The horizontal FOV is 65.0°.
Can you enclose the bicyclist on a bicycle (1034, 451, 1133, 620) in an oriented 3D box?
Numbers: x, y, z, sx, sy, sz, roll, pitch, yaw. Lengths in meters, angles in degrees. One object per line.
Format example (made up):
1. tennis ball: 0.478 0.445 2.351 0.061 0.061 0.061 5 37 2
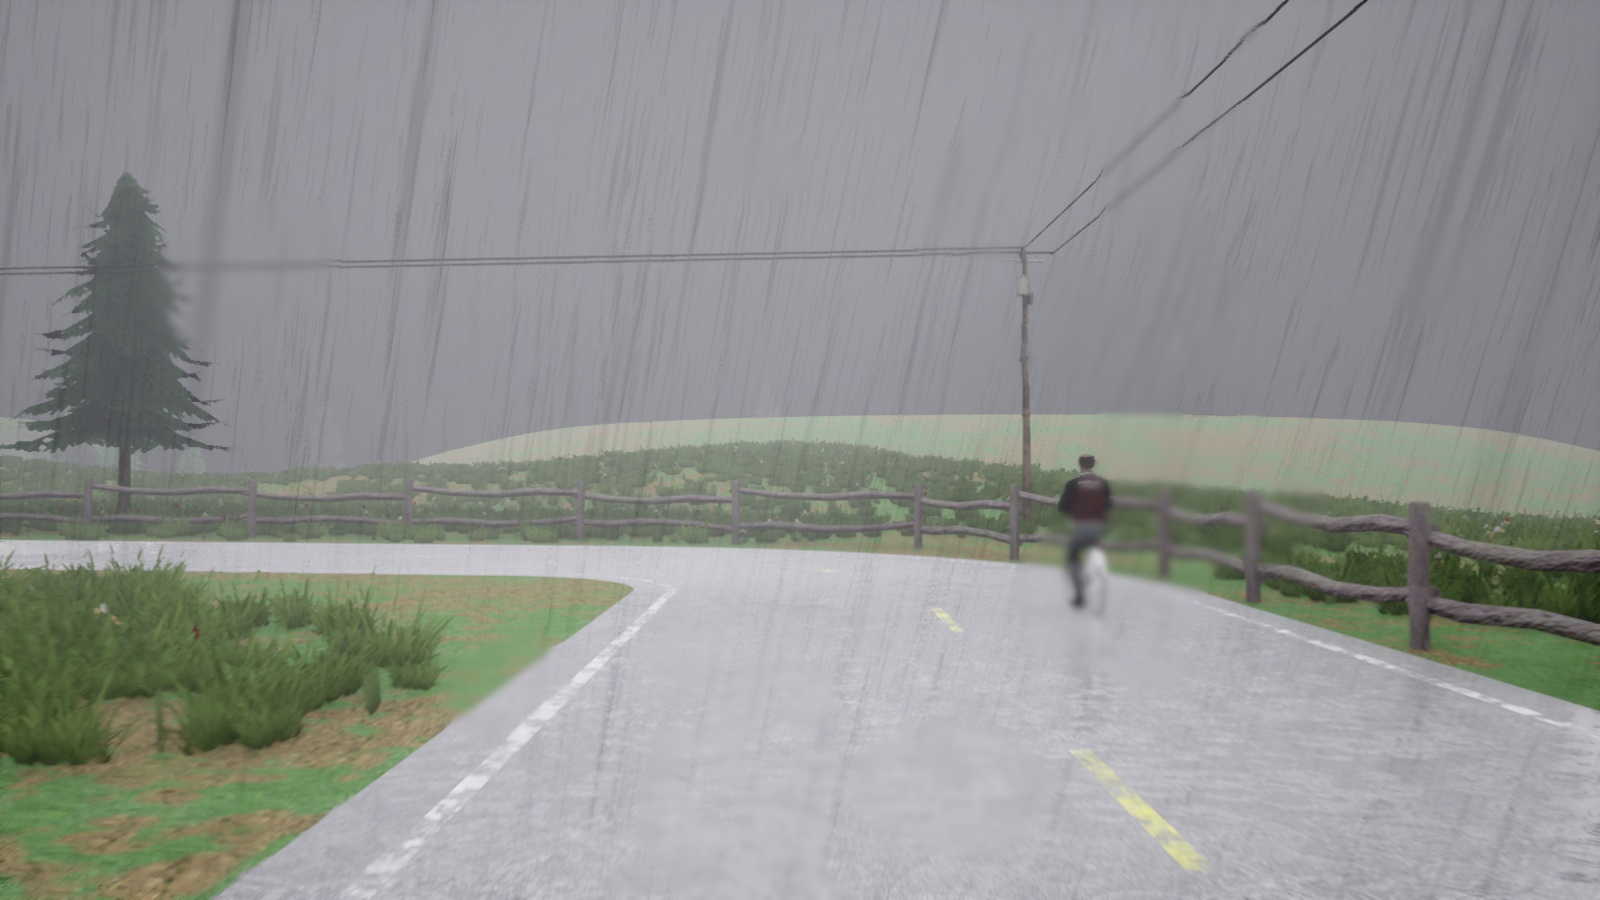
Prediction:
1. bicyclist on a bicycle: 3.152 0.909 14.121 0.659 1.776 1.843 0 -1 -1
